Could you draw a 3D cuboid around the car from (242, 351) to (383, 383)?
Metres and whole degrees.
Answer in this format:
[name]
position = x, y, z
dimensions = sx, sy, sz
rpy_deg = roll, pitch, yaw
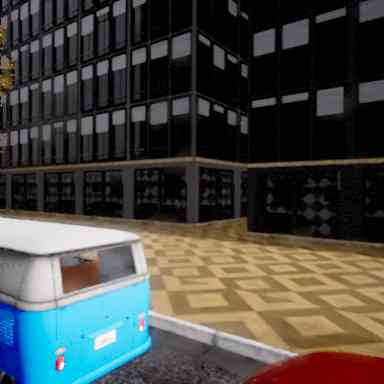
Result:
[car]
position = 2.190, 1.552, 1.309
dimensions = 4.507, 1.381, 1.887
rpy_deg = 0, 0, 36

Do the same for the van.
[van]
position = -2.421, 1.313, 4.602
dimensions = 3.998, 1.788, 1.690
rpy_deg = 0, 0, 36
